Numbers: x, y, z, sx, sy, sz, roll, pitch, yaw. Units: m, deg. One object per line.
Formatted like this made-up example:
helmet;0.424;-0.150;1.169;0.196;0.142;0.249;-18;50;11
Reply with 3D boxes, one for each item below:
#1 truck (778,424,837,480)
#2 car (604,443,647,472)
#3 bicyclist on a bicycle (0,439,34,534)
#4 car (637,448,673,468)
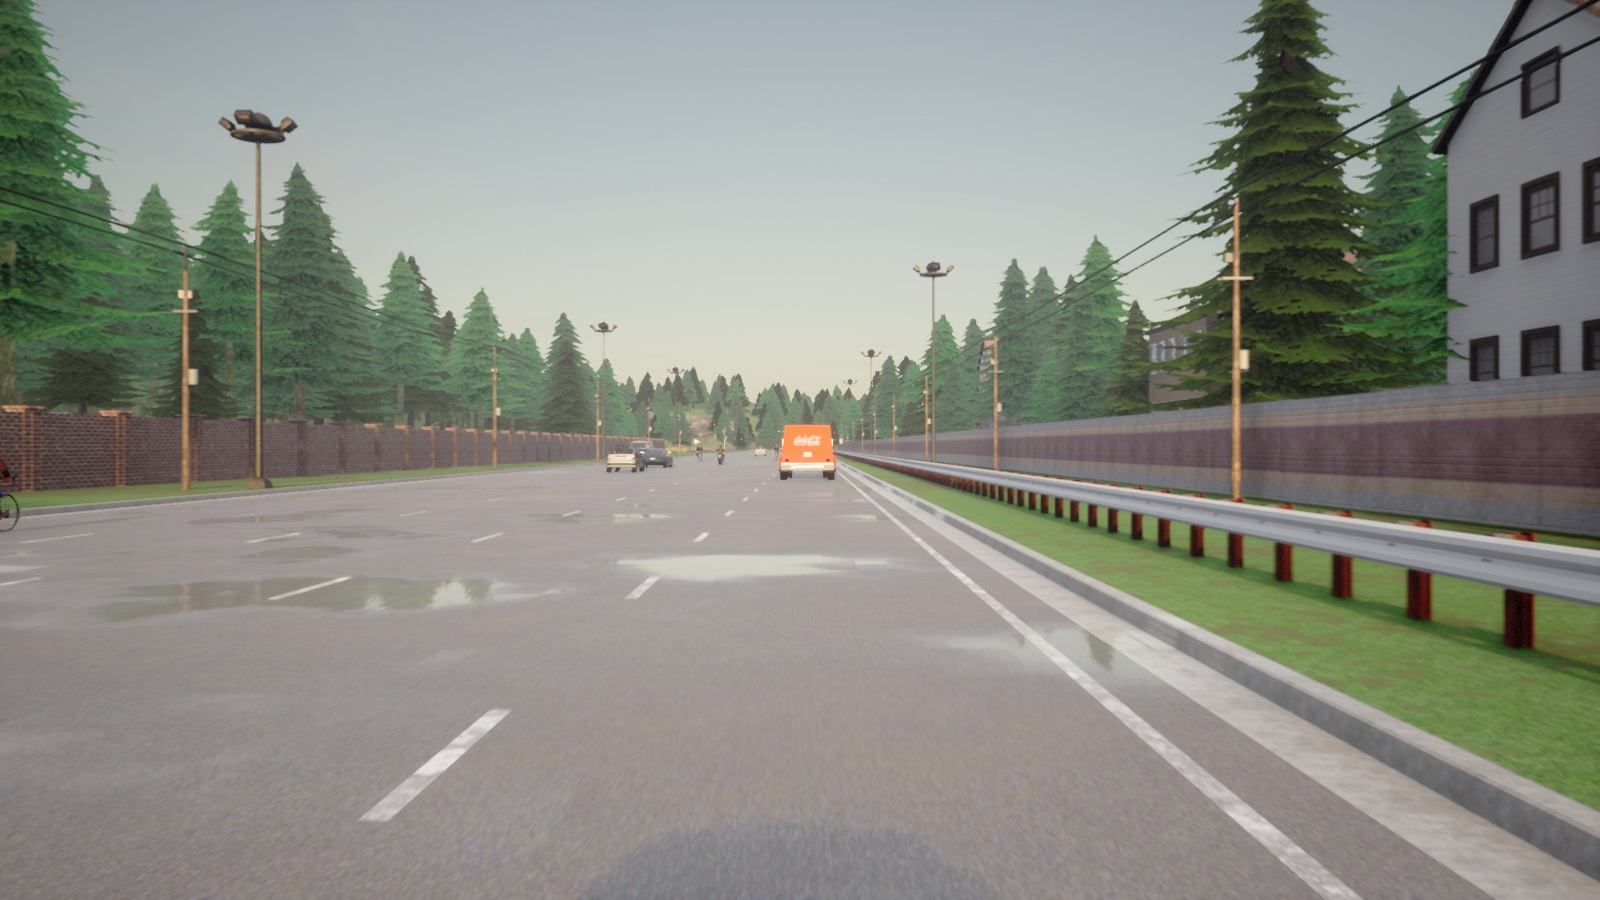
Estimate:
truck;0.347;0.082;58.340;2.627;2.467;5.204;0;0;0
car;-10.085;0.415;72.748;1.851;1.617;3.988;0;0;2
bicyclist on a bicycle;-13.863;0.623;21.410;0.582;1.620;1.656;0;0;0
car;-9.991;0.537;87.021;1.994;1.385;4.181;0;0;0
